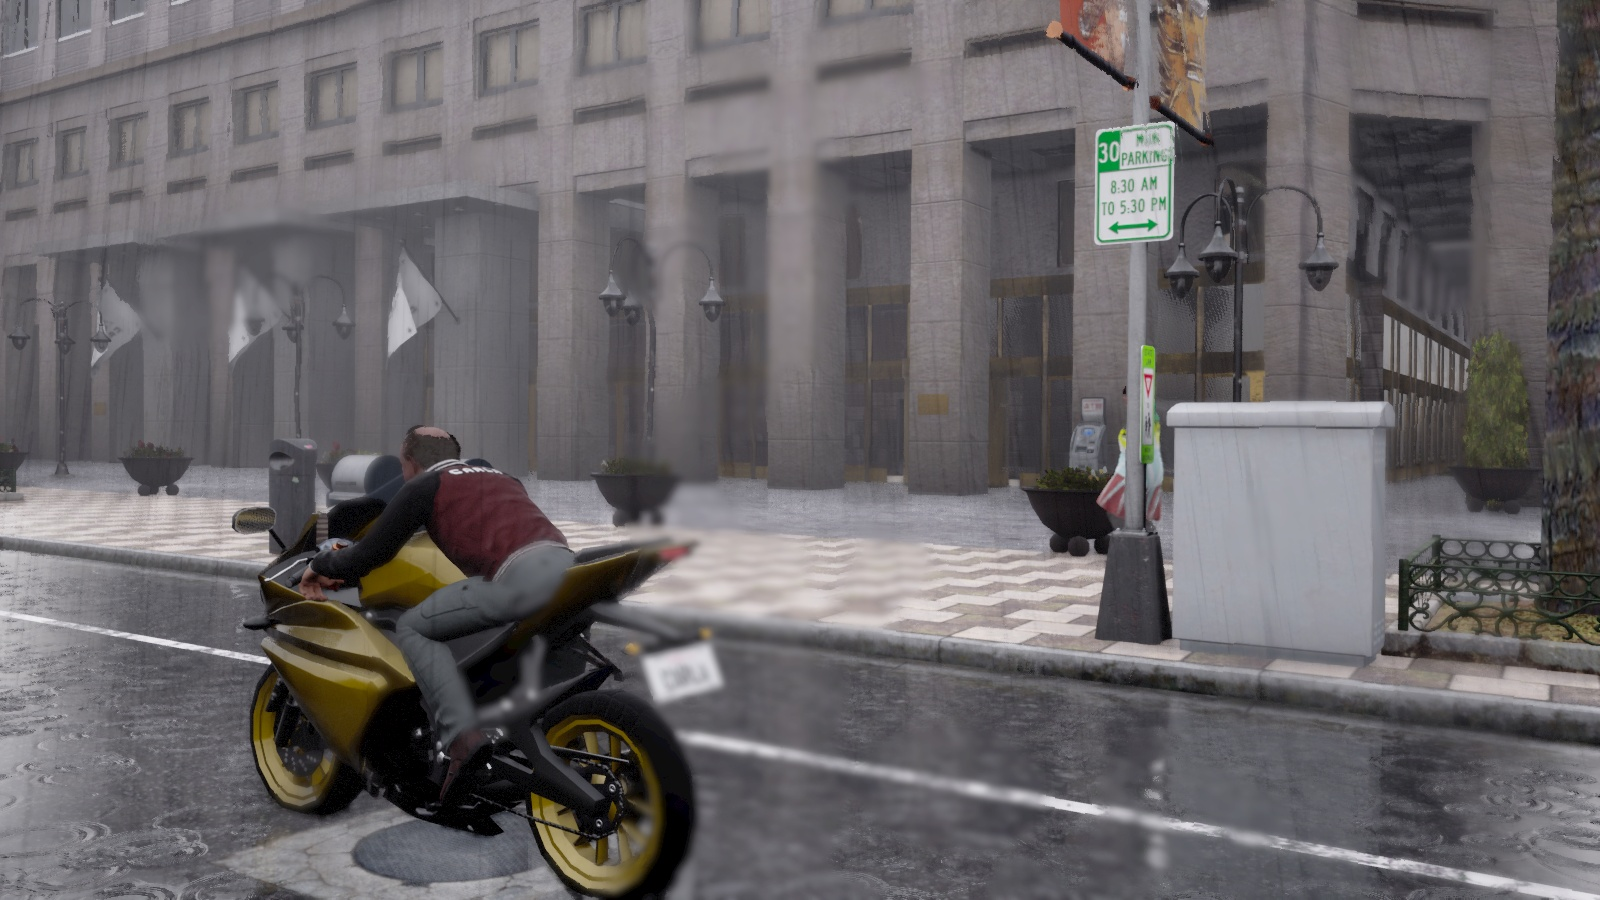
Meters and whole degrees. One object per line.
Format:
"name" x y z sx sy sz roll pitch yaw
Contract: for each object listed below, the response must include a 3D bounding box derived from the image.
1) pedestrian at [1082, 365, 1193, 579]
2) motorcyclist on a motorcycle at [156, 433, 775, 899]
"pedestrian" 3.223 0.195 11.977 0.873 1.952 0.659 0 1 30
"motorcyclist on a motorcycle" -1.241 0.717 4.448 2.191 1.530 0.866 0 1 34
